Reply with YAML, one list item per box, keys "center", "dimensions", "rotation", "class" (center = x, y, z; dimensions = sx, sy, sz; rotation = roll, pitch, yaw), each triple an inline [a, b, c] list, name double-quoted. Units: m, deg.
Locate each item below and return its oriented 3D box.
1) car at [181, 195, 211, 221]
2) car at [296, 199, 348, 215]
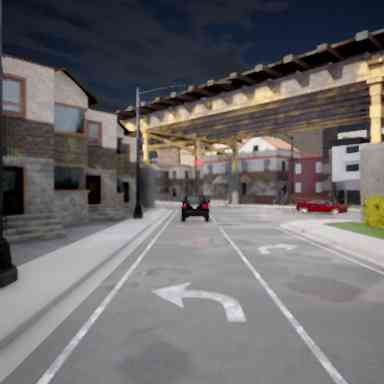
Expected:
- center: [0.337, 1.216, 26.969]
  dimensions: [2.150, 2.045, 5.566]
  rotation: [0, 0, 3]
  class: "car"
- center: [13.248, 1.470, 33.988]
  dimensions: [5.008, 1.535, 1.882]
  rotation: [0, -1, 39]
  class: "car"
